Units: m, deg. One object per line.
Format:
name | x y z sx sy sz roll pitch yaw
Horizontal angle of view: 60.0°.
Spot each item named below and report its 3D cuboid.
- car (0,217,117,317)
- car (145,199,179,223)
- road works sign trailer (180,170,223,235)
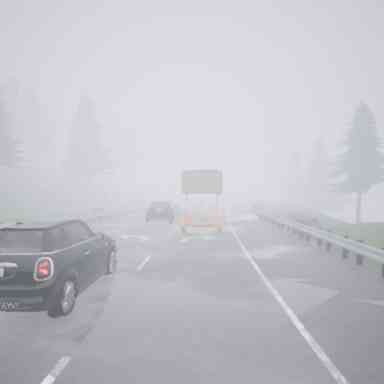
car | -3.230 1.367 7.678 2.097 1.767 4.553 0 0 1
car | -2.232 1.409 26.198 2.097 1.767 4.553 0 0 5
road works sign trailer | 0.586 0.508 19.206 2.380 3.560 2.880 0 0 4
